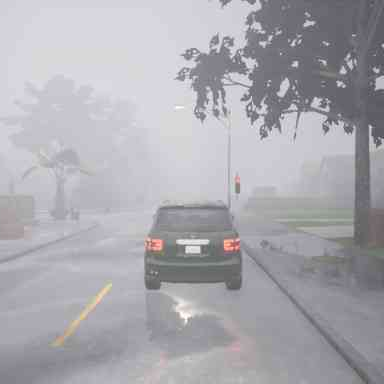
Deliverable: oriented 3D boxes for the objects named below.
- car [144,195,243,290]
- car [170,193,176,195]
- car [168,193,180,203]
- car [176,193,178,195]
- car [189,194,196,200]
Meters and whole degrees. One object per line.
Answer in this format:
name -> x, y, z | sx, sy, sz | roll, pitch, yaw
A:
car -> 0.045, 1.221, 9.205 | 2.150, 2.045, 5.566 | 0, 0, 1
car -> -4.046, 1.352, 52.444 | 2.097, 1.767, 4.553 | 0, 0, 0
car -> -3.935, 1.225, 73.359 | 2.150, 2.045, 5.566 | 0, 0, 0
car -> -4.003, 1.491, 62.846 | 2.128, 1.511, 4.902 | 0, 0, 0
car -> 0.078, 1.356, 88.161 | 1.812, 1.442, 4.674 | 0, 0, 0
